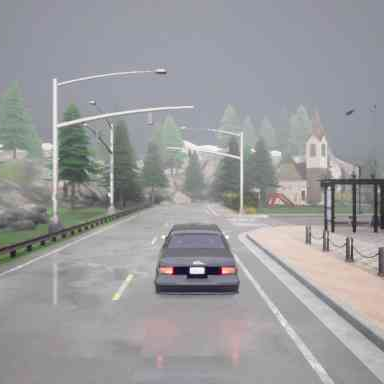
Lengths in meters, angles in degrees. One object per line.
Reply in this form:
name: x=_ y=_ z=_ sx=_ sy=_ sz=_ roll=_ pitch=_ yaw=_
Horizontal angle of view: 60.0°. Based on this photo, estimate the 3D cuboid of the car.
car: x=0.096 y=1.547 z=8.855 sx=2.033 sy=1.411 sz=5.357 roll=0 pitch=0 yaw=0
